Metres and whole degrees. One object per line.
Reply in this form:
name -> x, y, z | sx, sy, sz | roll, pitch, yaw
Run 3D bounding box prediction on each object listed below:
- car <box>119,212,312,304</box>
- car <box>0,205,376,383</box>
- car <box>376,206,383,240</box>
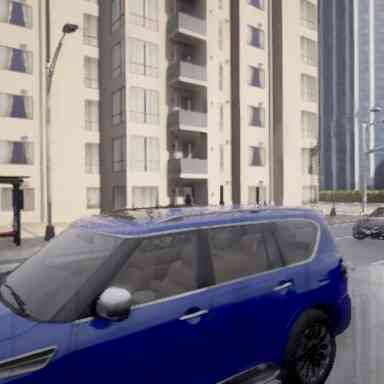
car -> 0.793, 1.453, 8.884 | 4.902, 1.511, 2.128 | -1, 0, -36
car -> -0.500, 1.215, 3.638 | 5.566, 2.045, 2.150 | 0, 0, -36
car -> 9.098, 1.369, 14.848 | 4.892, 1.490, 1.837 | -1, 0, -35
